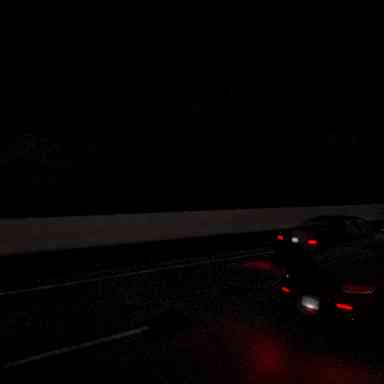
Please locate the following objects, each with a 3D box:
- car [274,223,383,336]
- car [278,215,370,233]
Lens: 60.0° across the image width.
[{"bbox_3d":[3.701,1.524,6.432,4.674,1.442,1.812,0,0,-35],"label":"car"},{"bbox_3d":[5.260,1.545,11.814,5.357,1.411,2.033,0,0,-35],"label":"car"}]
